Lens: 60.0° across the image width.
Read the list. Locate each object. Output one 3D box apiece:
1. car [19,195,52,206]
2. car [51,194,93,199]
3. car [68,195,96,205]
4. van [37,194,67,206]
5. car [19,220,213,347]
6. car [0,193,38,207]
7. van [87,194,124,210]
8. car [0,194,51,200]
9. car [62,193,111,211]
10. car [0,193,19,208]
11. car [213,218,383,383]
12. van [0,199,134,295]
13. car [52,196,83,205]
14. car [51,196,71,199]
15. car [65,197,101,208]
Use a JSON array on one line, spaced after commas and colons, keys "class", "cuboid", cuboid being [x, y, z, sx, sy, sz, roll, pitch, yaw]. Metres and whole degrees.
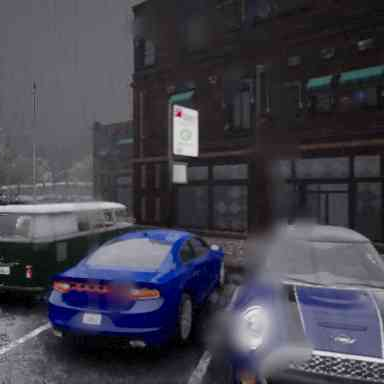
[{"class": "car", "cuboid": [-25.718, 1.410, 54.691, 4.553, 1.767, 2.185, -1, -1, 14]}, {"class": "car", "cuboid": [-15.127, 1.266, 40.053, 5.566, 2.045, 2.435, 1, 1, 14]}, {"class": "car", "cuboid": [-20.594, 1.412, 62.176, 4.553, 1.767, 2.185, -1, 0, 14]}, {"class": "van", "cuboid": [-24.116, 1.312, 57.208, 4.442, 1.987, 1.878, -1, 0, 14]}, {"class": "car", "cuboid": [-0.605, 1.487, 6.584, 2.097, 1.535, 5.008, 0, -1, 15]}, {"class": "car", "cuboid": [-27.349, 1.282, 52.174, 5.566, 2.045, 2.435, -1, -1, 14]}, {"class": "van", "cuboid": [-11.680, 1.296, 44.937, 4.442, 1.987, 1.878, 1, 0, 14]}, {"class": "car", "cuboid": [-18.375, 1.264, 35.146, 5.566, 2.045, 2.435, 1, 0, 14]}, {"class": "car", "cuboid": [-13.473, 1.267, 42.507, 5.566, 2.045, 2.435, 1, 1, 14]}, {"class": "car", "cuboid": [-29.092, 1.281, 49.658, 5.566, 2.045, 2.435, -1, 0, 14]}, {"class": "car", "cuboid": [1.865, 1.361, 4.876, 2.185, 1.767, 4.553, 1, -1, 15]}, {"class": "van", "cuboid": [-3.017, 1.265, 8.447, 1.878, 1.987, 4.442, 0, -1, 15]}, {"class": "car", "cuboid": [-22.317, 1.538, 59.695, 4.892, 1.521, 2.231, -1, -1, 14]}, {"class": "car", "cuboid": [-16.780, 1.545, 37.589, 4.792, 1.488, 2.163, 1, 1, 14]}, {"class": "car", "cuboid": [-16.078, 1.532, 49.338, 2.128, 1.511, 4.902, 0, 0, 34]}]
